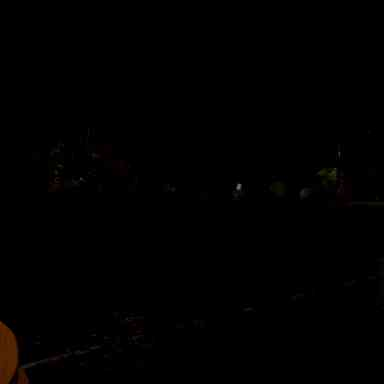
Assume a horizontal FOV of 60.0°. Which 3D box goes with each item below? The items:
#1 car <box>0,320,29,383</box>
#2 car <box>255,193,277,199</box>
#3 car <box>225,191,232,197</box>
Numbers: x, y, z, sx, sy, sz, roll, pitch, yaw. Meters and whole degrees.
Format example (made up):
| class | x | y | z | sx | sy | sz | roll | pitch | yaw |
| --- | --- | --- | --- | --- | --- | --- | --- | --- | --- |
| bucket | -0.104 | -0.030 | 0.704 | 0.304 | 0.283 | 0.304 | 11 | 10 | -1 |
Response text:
| class | x | y | z | sx | sy | sz | roll | pitch | yaw |
| --- | --- | --- | --- | --- | --- | --- | --- | --- | --- |
| car | -3.409 | 1.513 | 1.316 | 5.008 | 1.535 | 1.882 | 0 | -1 | -36 |
| car | 15.151 | 0.763 | 68.875 | 1.895 | 1.301 | 4.718 | 1 | 1 | -34 |
| car | 9.622 | 0.427 | 77.177 | 2.128 | 1.511 | 4.902 | 1 | 1 | -34 |
